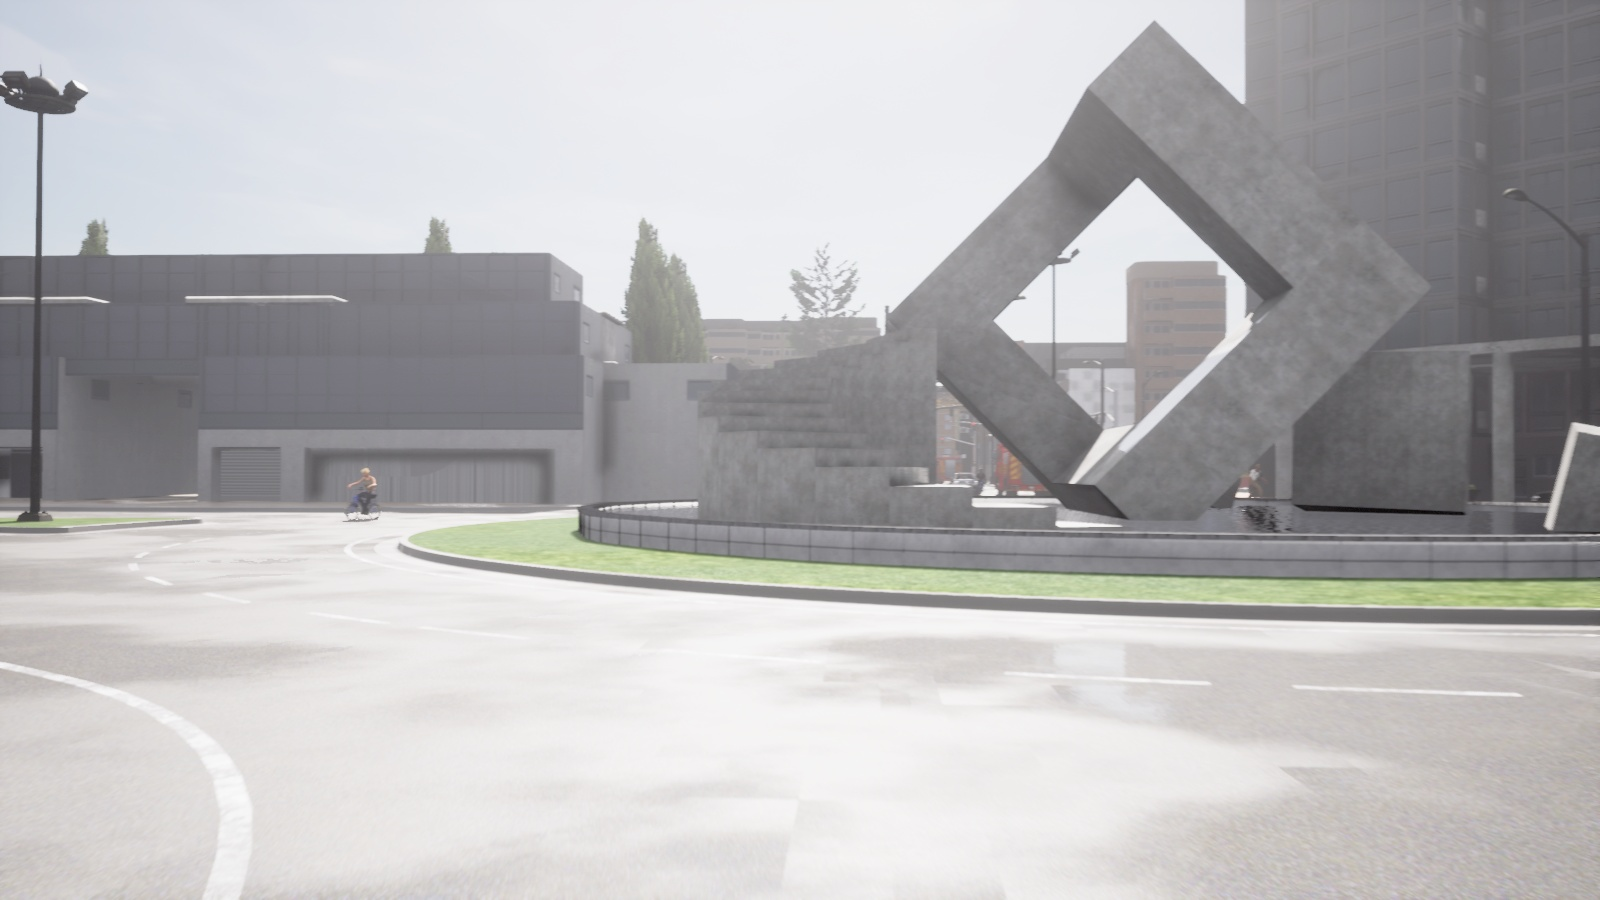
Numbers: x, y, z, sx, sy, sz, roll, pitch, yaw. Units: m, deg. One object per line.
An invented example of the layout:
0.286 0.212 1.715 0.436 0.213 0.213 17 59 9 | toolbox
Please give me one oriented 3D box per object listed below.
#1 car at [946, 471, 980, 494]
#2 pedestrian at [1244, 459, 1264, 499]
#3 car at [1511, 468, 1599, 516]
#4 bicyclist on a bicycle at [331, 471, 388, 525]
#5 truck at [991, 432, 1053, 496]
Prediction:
10.721 2.117 82.790 1.970 1.475 3.806 0 -1 3 | car
20.946 1.338 57.923 0.540 1.848 0.694 0 -1 -36 | pedestrian
25.585 1.320 39.860 2.128 1.511 4.902 0 -1 -26 | car
-13.464 1.458 38.435 0.866 1.612 1.509 0 -1 22 | bicyclist on a bicycle
14.058 0.926 80.125 2.891 3.827 8.468 0 -1 3 | truck
